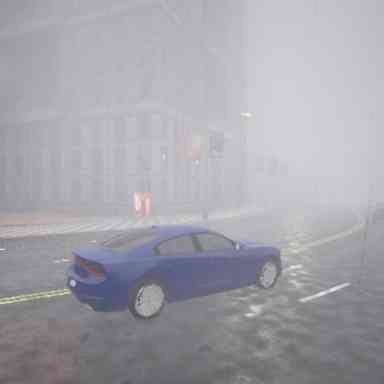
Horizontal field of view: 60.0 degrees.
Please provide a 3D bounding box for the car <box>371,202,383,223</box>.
[{"bbox_3d":[14.308,1.486,24.534,1.812,1.442,4.674,0,0,27],"label":"car"}]

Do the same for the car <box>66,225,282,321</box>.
[{"bbox_3d":[-0.114,1.465,7.362,5.008,1.535,1.882,0,0,-35],"label":"car"}]
